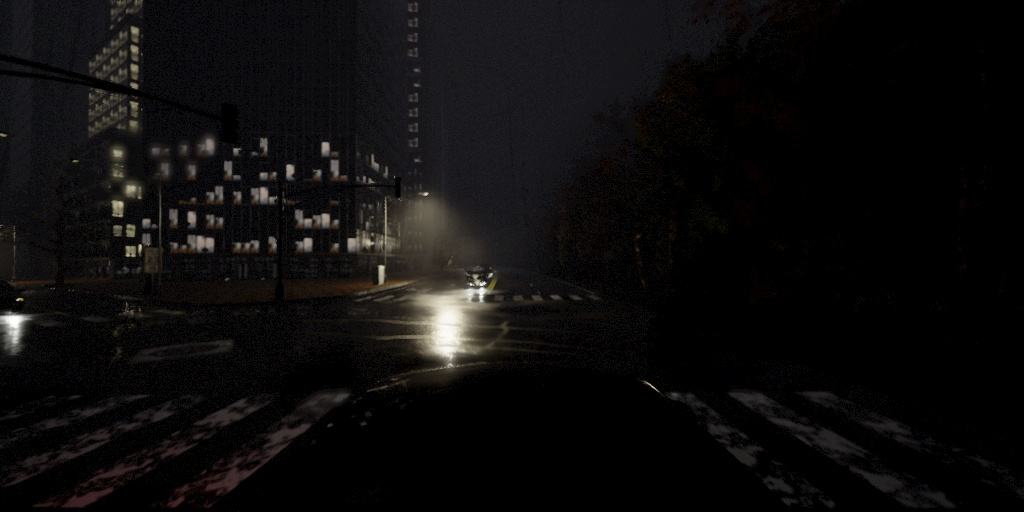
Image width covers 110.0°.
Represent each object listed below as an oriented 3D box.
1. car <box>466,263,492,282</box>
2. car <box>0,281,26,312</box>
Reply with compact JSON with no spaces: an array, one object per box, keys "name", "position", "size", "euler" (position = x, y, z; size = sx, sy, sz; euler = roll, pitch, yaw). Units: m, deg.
[{"name":"car","position":[-3.386,1.754,35.201],"size":[2.128,1.511,4.902],"euler":[0,-1,-1]},{"name":"car","position":[-23.728,1.809,16.041],"size":[5.357,1.411,2.033],"euler":[-1,-1,30]}]
